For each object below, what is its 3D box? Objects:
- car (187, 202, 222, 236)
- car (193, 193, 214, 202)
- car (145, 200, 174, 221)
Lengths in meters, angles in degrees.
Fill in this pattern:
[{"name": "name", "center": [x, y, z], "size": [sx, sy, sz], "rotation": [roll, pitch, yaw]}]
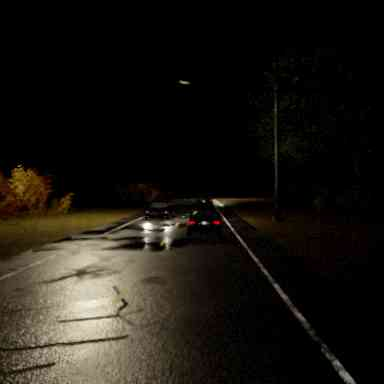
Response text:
[{"name": "car", "center": [0.681, 1.525, 18.329], "size": [2.033, 1.411, 5.357], "rotation": [0, 0, 2]}, {"name": "car", "center": [1.479, 1.159, 41.298], "size": [2.150, 2.045, 5.566], "rotation": [0, 0, 2]}, {"name": "car", "center": [-2.599, 1.459, 27.334], "size": [1.882, 1.535, 5.008], "rotation": [0, 0, 2]}]
